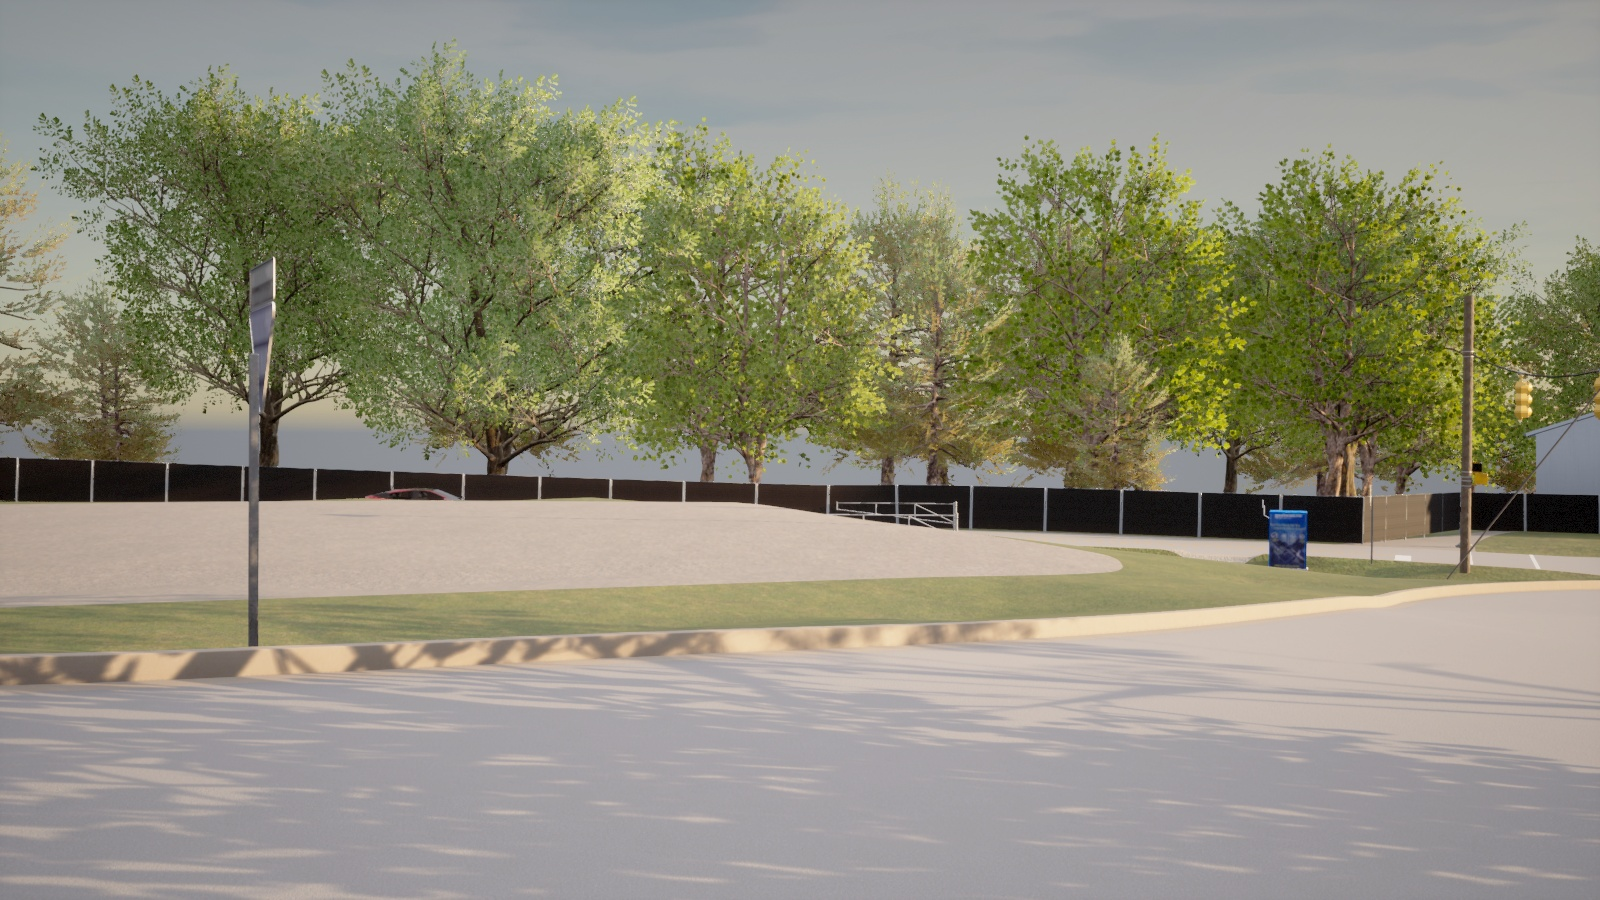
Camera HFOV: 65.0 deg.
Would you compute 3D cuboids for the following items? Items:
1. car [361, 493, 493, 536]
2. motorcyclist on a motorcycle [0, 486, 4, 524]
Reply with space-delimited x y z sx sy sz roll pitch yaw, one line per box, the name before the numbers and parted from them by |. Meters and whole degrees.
car | -14.390 2.473 48.605 4.514 1.525 2.007 0 1 -2
motorcyclist on a motorcycle | -33.220 2.208 50.323 2.044 1.523 0.797 1 1 -6
